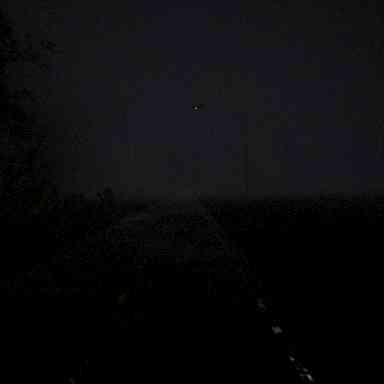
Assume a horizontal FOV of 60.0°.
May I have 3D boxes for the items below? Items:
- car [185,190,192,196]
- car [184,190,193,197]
[{"bbox_3d":[-0.967,0.210,89.840,1.882,1.535,5.008,0,1,-1],"label":"car"},{"bbox_3d":[-0.853,0.456,79.420,1.882,1.535,5.008,0,1,-1],"label":"car"}]
